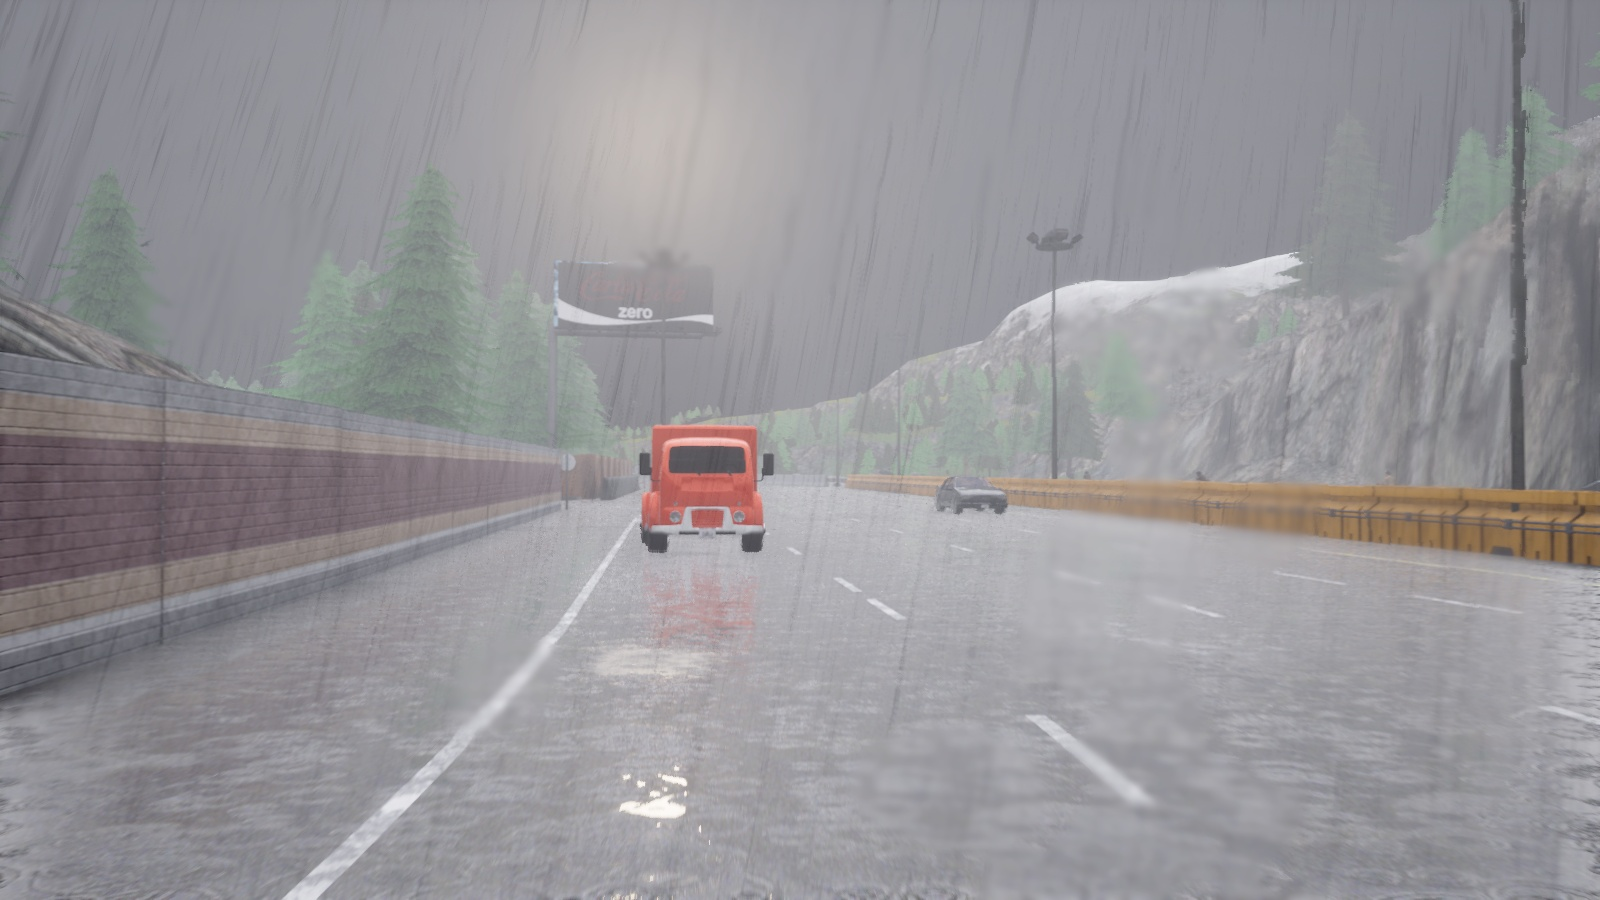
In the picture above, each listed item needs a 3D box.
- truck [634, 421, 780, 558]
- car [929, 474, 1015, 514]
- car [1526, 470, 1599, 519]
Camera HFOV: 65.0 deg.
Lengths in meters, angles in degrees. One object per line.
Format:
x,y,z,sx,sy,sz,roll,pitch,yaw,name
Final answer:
-1.952,0.765,25.329,2.627,2.467,5.204,0,-1,-6,truck
6.391,1.627,47.389,2.033,1.411,5.357,0,-1,-5,car
25.224,1.357,38.780,1.837,1.490,4.892,0,-1,-17,car
